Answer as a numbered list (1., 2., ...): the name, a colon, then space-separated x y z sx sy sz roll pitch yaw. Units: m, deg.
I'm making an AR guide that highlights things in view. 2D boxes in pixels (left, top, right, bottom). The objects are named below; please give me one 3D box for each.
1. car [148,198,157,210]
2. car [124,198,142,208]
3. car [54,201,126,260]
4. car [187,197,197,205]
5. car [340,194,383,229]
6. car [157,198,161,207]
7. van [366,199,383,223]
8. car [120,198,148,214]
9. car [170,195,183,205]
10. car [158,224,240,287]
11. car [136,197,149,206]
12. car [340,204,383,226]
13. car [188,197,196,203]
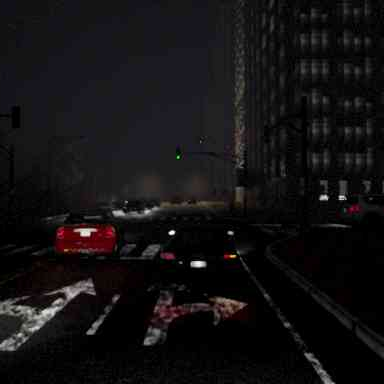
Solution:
1. car: -6.570 1.827 47.469 1.895 1.301 4.718 0 0 1
2. car: -9.767 1.776 55.607 2.128 1.511 4.902 0 0 0
3. car: -3.820 1.395 12.953 2.097 1.767 4.553 0 0 -9
4. car: -0.009 1.925 66.645 2.033 1.411 5.357 0 -1 0
5. car: 12.166 1.177 20.551 5.566 2.045 2.150 0 -2 2
6. car: -6.508 1.795 57.940 2.128 1.511 4.902 0 0 0
7. van: 15.934 1.442 25.805 3.998 1.788 1.690 0 -1 -1
8. car: -6.592 1.673 38.213 1.837 1.490 4.892 0 0 0
9. car: -3.259 1.854 66.645 1.882 1.535 5.008 0 0 0
10. car: 0.253 1.593 9.443 1.994 1.385 4.181 0 0 3
11. car: -9.759 1.848 65.881 1.882 1.535 5.008 0 0 0
12. car: 13.452 1.579 23.166 5.357 1.411 2.033 0 -2 -1
13. car: -0.010 1.826 77.068 1.882 1.535 5.008 0 -1 0
